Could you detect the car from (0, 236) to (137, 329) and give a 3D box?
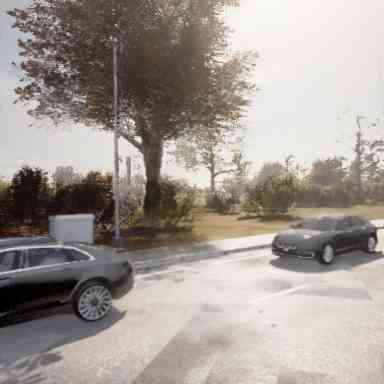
[{"bbox_3d":[-3.386,1.601,5.849,4.902,1.511,2.128,0,-1,-37],"label":"car"}]

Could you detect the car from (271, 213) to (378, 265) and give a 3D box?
[{"bbox_3d":[4.918,1.551,12.050,4.892,1.490,1.837,-1,0,-37],"label":"car"}]
